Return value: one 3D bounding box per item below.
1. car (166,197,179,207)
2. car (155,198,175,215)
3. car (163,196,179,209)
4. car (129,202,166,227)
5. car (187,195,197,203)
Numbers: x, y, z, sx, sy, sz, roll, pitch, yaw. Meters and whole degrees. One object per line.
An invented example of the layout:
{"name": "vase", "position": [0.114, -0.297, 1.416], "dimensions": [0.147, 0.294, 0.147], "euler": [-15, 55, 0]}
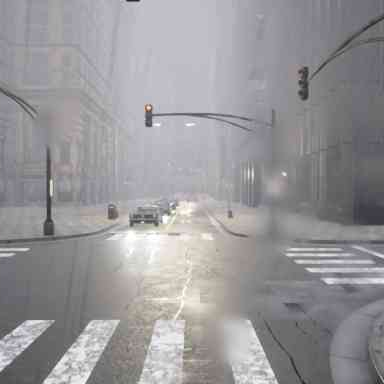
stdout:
{"name": "car", "position": [-3.076, 1.531, 53.187], "dimensions": [1.812, 1.442, 4.674], "euler": [0, 0, 0]}
{"name": "car", "position": [-3.108, 1.564, 33.144], "dimensions": [1.994, 1.385, 4.181], "euler": [0, 0, 0]}
{"name": "car", "position": [-3.115, 1.354, 43.146], "dimensions": [2.097, 1.767, 4.553], "euler": [0, 0, 0]}
{"name": "car", "position": [-3.110, 1.601, 23.201], "dimensions": [1.895, 1.301, 4.718], "euler": [0, 0, 0]}
{"name": "car", "position": [0.068, 1.366, 69.674], "dimensions": [2.097, 1.767, 4.553], "euler": [0, 0, 0]}
